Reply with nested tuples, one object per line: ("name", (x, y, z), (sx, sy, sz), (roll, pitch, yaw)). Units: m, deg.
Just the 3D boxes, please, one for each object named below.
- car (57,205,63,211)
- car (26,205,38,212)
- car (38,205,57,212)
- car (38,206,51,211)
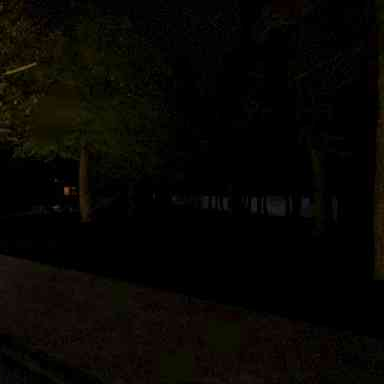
("car", (-35.299, 4.234, 87.555), (2.128, 1.511, 4.902), (0, -2, -10))
("car", (-36.846, 3.908, 77.113), (1.837, 1.490, 4.892), (0, -2, -10))
("car", (-33.578, 3.882, 77.273), (1.837, 1.490, 4.892), (0, -2, -10))
("car", (-38.504, 4.270, 87.017), (1.994, 1.385, 4.181), (0, -2, -10))
